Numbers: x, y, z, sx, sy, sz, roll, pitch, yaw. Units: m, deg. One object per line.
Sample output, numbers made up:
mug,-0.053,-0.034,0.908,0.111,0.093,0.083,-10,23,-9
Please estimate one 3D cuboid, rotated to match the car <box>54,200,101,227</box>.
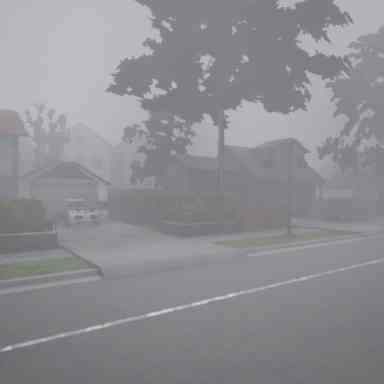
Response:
car,-6.846,1.202,19.743,1.970,1.475,3.806,0,0,-35
